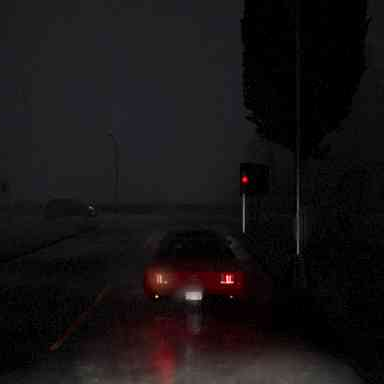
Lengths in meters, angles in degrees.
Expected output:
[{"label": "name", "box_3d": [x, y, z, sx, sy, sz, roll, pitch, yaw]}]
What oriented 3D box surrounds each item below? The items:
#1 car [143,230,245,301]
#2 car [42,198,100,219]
[{"label": "car", "box_3d": [0.064, 1.601, 8.276, 1.895, 1.301, 4.718, 0, 0, 1]}, {"label": "car", "box_3d": [-10.382, 1.351, 28.832, 4.553, 1.767, 2.097, 0, 0, 0]}]
